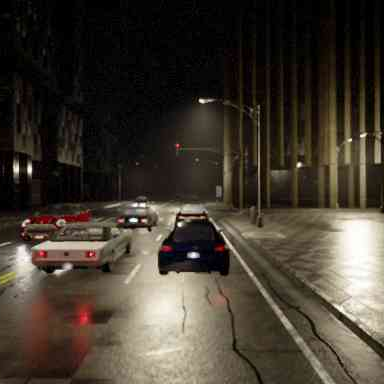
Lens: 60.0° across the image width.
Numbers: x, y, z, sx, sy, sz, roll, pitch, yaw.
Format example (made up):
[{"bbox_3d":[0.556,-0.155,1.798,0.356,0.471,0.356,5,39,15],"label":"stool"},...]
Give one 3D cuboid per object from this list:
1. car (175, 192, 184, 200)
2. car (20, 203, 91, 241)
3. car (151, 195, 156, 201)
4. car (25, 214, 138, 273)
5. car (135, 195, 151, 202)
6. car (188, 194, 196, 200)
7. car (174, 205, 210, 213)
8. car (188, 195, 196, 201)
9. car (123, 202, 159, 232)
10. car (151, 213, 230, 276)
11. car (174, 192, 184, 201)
[{"bbox_3d":[-3.264,0.957,88.245,2.150,2.045,5.566,0,0,0],"label":"car"},{"bbox_3d":[-6.572,1.366,16.632,2.097,1.767,4.553,0,0,0],"label":"car"},{"bbox_3d":[-9.764,1.450,79.767,2.033,1.411,5.357,0,0,0],"label":"car"},{"bbox_3d":[-3.147,1.614,10.662,1.895,1.301,4.718,0,0,0],"label":"car"},{"bbox_3d":[-9.772,1.555,64.362,1.895,1.301,4.718,0,0,0],"label":"car"},{"bbox_3d":[-0.014,1.327,88.246,1.895,1.301,4.718,0,0,0],"label":"car"},{"bbox_3d":[-0.002,1.506,19.316,2.128,1.511,4.902,0,0,0],"label":"car"},{"bbox_3d":[-0.013,1.454,77.794,2.033,1.411,5.357,0,0,0],"label":"car"},{"bbox_3d":[-3.153,1.563,20.254,2.033,1.411,5.357,0,0,0],"label":"car"},{"bbox_3d":[0.087,1.577,10.442,1.994,1.385,4.181,0,0,1],"label":"car"},{"bbox_3d":[-3.263,1.415,77.793,1.837,1.490,4.892,0,0,0],"label":"car"}]
